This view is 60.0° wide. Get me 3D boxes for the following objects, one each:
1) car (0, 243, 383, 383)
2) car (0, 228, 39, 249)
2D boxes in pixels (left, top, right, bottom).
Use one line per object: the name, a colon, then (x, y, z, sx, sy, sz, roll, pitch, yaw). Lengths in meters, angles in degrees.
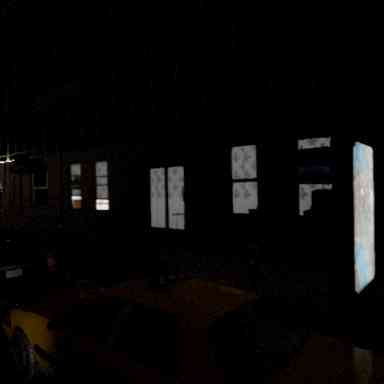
car: (-0.424, 1.509, 3.597, 4.829, 1.417, 1.752, -1, 0, 40)
car: (-4.612, 1.481, 7.128, 4.097, 1.590, 1.967, -1, 0, 40)
